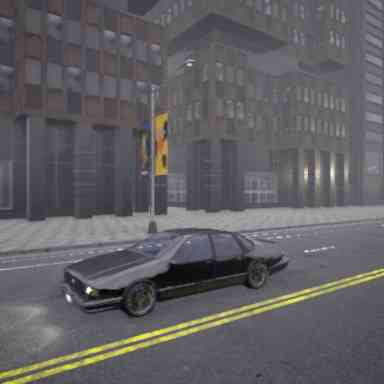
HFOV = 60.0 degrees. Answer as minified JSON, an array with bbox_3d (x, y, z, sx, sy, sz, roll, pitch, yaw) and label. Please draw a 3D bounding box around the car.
[{"bbox_3d":[-0.078,1.555,7.620,5.357,1.411,2.033,0,0,-35],"label":"car"}]
